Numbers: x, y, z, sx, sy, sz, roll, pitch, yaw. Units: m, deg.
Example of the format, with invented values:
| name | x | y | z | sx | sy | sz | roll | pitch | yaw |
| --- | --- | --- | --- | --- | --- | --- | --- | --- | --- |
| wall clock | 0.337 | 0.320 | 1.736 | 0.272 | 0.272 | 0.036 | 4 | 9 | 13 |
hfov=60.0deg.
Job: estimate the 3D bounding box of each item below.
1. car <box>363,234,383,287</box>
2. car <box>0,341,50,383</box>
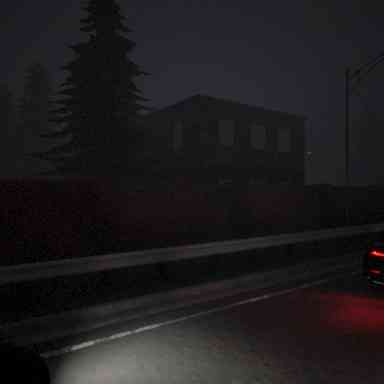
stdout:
| name | x | y | z | sx | sy | sz | roll | pitch | yaw |
| --- | --- | --- | --- | --- | --- | --- | --- | --- | --- |
| car | 6.062 | 1.497 | 8.073 | 4.892 | 1.490 | 1.837 | 0 | 0 | -35 |
| car | -3.133 | 1.527 | 1.519 | 4.674 | 1.442 | 1.812 | 0 | 0 | -35 |
